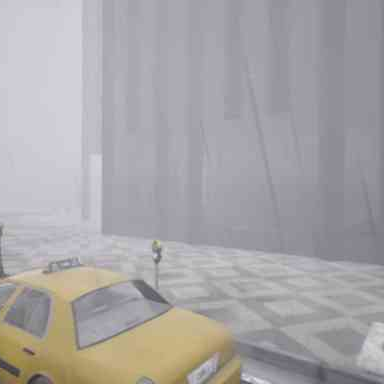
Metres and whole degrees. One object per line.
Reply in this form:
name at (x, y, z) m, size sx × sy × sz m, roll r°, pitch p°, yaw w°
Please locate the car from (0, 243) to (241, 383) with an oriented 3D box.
car at (-1.784, 1.513, 4.223) m, size 4.829 × 1.417 × 1.752 m, roll 0°, pitch 0°, yaw 35°
